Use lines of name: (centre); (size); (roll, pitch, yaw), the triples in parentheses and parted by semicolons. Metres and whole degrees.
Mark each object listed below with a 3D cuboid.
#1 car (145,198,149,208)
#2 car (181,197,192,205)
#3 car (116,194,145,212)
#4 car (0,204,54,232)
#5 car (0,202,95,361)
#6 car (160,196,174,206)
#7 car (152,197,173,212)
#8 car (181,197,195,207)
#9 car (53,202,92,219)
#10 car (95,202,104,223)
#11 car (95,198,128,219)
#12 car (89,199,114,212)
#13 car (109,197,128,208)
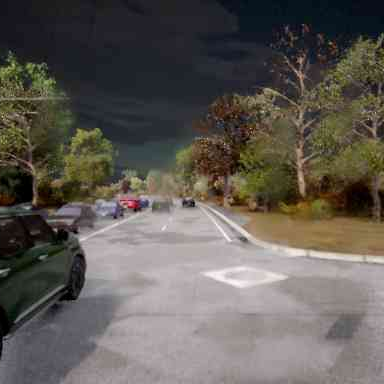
car: (-7.493, 1.530, 49.119); (1.882, 1.535, 5.008); (0, 0, -1)
car: (-1.027, 1.590, 61.472); (1.812, 1.442, 4.674); (0, 0, -3)
car: (-7.257, 1.263, 39.081); (2.150, 2.045, 5.566); (0, 0, -1)
car: (-10.609, 1.549, 21.010); (1.812, 1.442, 4.674); (0, 0, 0)
car: (-3.391, 1.226, 5.153); (2.150, 2.045, 5.566); (0, 0, -2)
car: (-4.282, 1.554, 57.514); (2.128, 1.511, 4.902); (0, 0, -2)
car: (-3.617, 1.519, 39.496); (1.882, 1.535, 5.008); (0, 0, -1)
car: (-0.539, 1.532, 51.326); (1.882, 1.535, 5.008); (0, 0, -2)
car: (-10.666, 1.633, 30.119); (1.895, 1.301, 4.718); (0, 0, 0)
car: (-7.075, 1.569, 19.725); (2.033, 1.411, 5.357); (0, 0, -1)
car: (-7.159, 1.557, 29.185); (1.812, 1.442, 4.674); (0, 0, 0)
car: (-10.765, 1.568, 39.951); (1.812, 1.442, 4.674); (0, 0, -1)
car: (-11.006, 1.558, 50.212); (1.837, 1.490, 4.892); (0, 0, -2)
